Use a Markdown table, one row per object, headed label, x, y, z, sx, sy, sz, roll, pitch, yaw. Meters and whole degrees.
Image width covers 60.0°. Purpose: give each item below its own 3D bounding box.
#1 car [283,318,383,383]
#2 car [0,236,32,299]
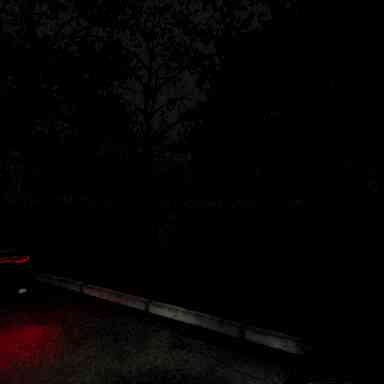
| label | x | y | z | sx | sy | sz | roll | pitch | yaw |
| --- | --- | --- | --- | --- | --- | --- | --- | --- | --- |
| car | 2.622 | 1.351 | 1.494 | 4.553 | 1.767 | 2.097 | 0 | 0 | 36 |
| car | -5.563 | 1.488 | 7.395 | 5.008 | 1.535 | 1.882 | 0 | 0 | 36 |
